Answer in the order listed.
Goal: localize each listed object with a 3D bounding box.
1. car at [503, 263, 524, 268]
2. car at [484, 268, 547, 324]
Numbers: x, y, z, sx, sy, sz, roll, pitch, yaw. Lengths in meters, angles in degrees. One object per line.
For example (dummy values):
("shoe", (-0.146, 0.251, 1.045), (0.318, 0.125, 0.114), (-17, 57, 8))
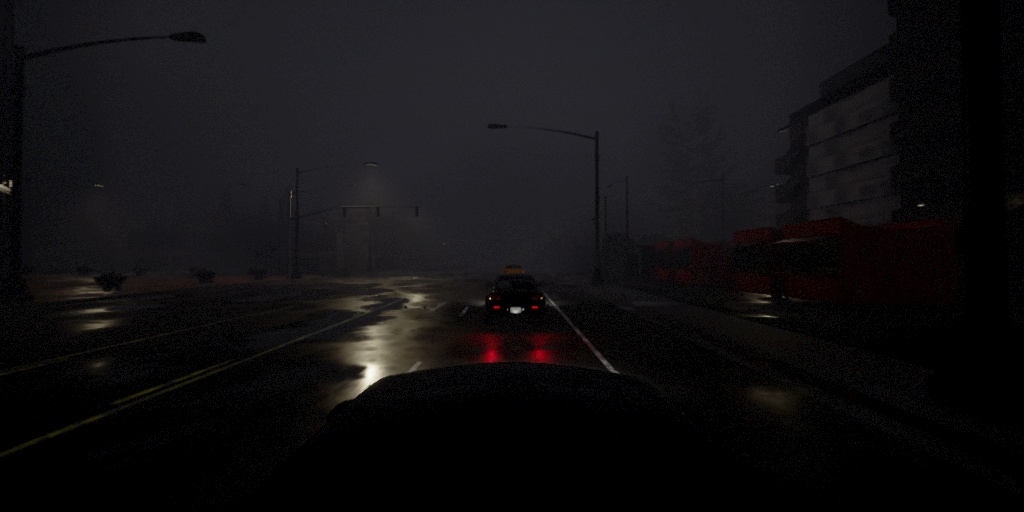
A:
("car", (0.119, 1.311, 27.336), (1.882, 1.535, 5.008), (0, 0, 0))
("car", (0.102, 1.300, 11.986), (1.812, 1.442, 4.674), (0, 0, 0))
